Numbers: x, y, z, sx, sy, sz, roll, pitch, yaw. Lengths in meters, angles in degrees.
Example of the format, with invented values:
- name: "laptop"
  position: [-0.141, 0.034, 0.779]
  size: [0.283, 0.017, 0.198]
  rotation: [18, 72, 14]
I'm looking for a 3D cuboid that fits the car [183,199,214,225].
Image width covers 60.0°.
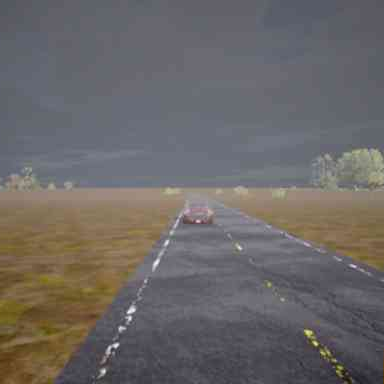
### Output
- name: "car"
  position: [0.428, 1.311, 23.751]
  size: [2.097, 1.767, 4.553]
  rotation: [0, 0, 0]
